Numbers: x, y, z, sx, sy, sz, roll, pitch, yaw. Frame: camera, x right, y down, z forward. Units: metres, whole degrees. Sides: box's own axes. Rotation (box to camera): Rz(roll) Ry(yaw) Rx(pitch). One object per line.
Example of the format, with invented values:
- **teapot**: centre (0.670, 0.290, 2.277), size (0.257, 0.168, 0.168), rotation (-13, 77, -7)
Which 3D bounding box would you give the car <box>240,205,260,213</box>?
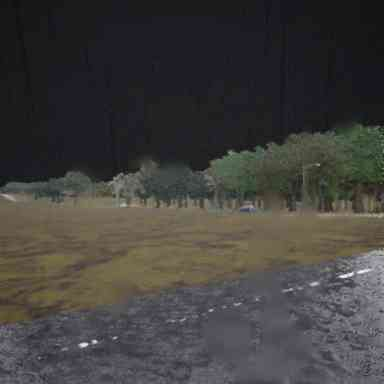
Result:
- **car**: centre (11.270, 3.338, 65.105), size (1.812, 1.442, 4.674), rotation (1, -2, -33)
